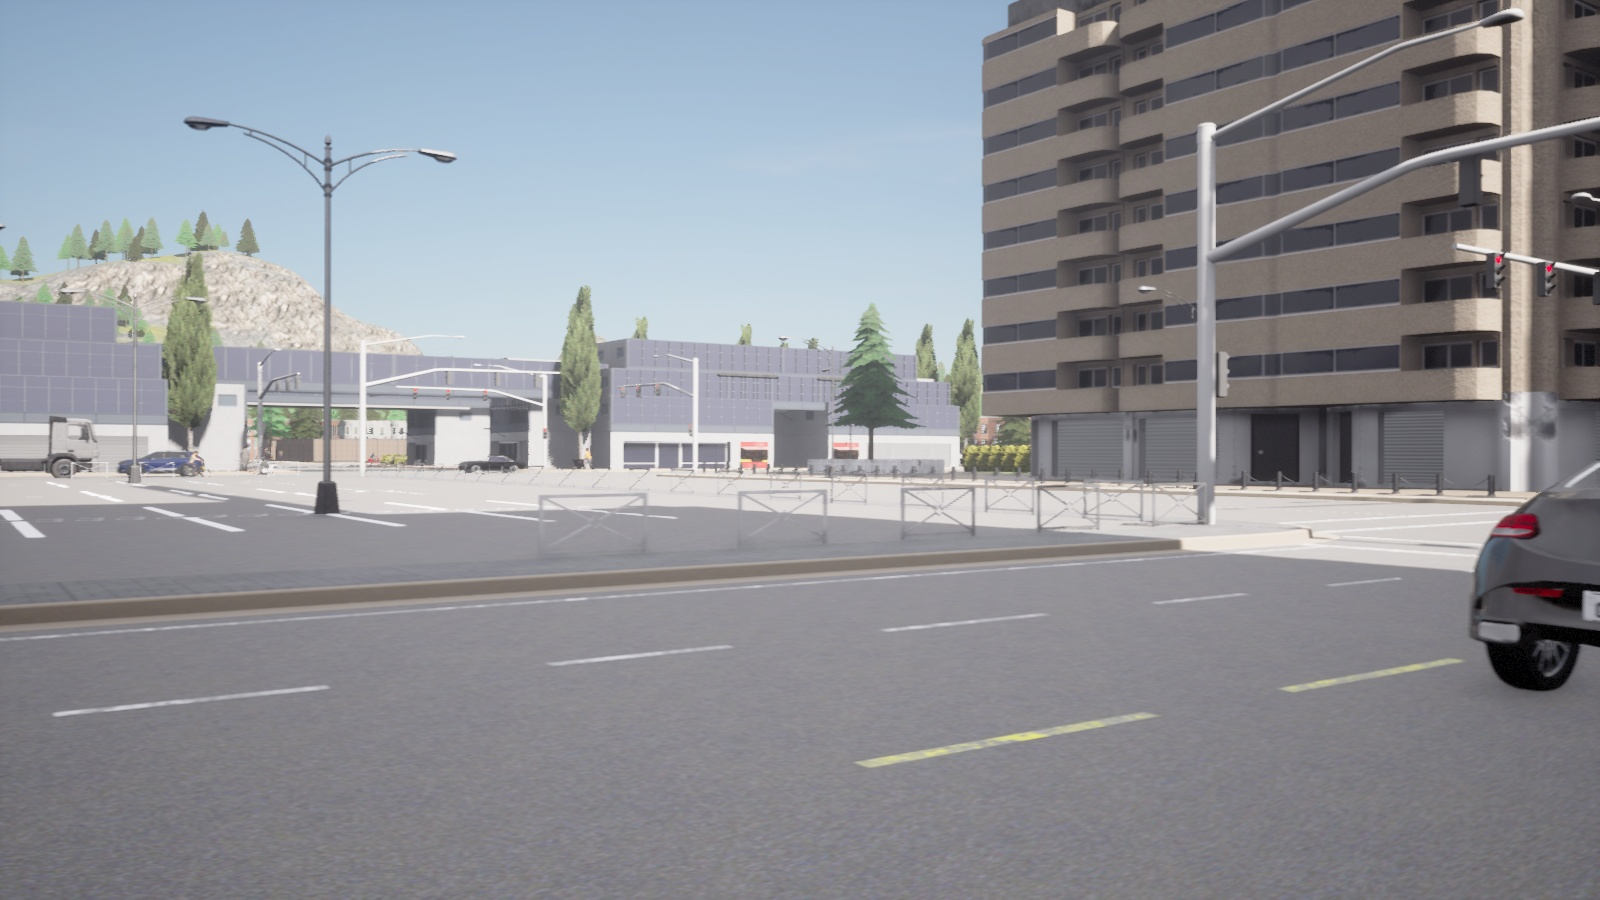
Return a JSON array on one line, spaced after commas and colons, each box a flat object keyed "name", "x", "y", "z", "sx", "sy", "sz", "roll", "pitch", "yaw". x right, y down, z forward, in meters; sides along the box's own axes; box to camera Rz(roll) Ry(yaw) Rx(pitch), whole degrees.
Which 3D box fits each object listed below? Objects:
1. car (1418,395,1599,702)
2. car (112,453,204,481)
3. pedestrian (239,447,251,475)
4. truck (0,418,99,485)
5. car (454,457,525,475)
[{"name": "car", "x": 6.405, "y": 0.530, "z": 8.118, "sx": 5.027, "sy": 1.651, "sz": 2.152, "roll": 0, "pitch": 0, "yaw": -35}, {"name": "car", "x": -39.286, "y": 1.002, "z": 76.883, "sx": 4.856, "sy": 1.649, "sz": 2.033, "roll": 0, "pitch": 0, "yaw": -34}, {"name": "pedestrian", "x": -39.187, "y": 0.759, "z": 88.601, "sx": 0.659, "sy": 1.952, "sz": 0.873, "roll": 0, "pitch": 0, "yaw": -16}, {"name": "truck", "x": -41.941, "y": 0.071, "z": 66.777, "sx": 7.936, "sy": 3.462, "sz": 2.891, "roll": 0, "pitch": 0, "yaw": -33}, {"name": "car", "x": -22.840, "y": 1.176, "z": 92.478, "sx": 4.718, "sy": 1.301, "sz": 1.895, "roll": 0, "pitch": 0, "yaw": -35}]
